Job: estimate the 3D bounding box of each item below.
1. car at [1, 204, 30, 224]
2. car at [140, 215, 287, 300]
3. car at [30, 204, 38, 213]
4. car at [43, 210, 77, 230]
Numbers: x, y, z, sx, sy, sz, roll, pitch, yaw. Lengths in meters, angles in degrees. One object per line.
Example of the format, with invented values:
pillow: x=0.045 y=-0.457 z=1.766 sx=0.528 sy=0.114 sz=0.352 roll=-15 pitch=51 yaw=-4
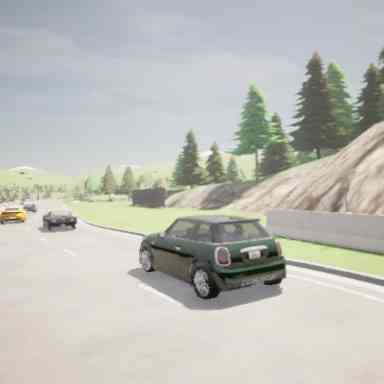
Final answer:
car: x=-17.264 y=2.157 z=32.375 sx=1.882 sy=1.535 sz=5.008 roll=-2 pitch=0 yaw=-23
car: x=0.254 y=1.384 z=8.863 sx=2.097 sy=1.767 sz=4.553 roll=-2 pitch=0 yaw=-30
car: x=-25.095 y=2.555 z=51.483 sx=2.033 sy=1.411 sz=5.357 roll=-2 pitch=0 yaw=-21
car: x=-9.868 y=2.017 z=24.626 sx=1.895 sy=1.301 sz=4.718 roll=-2 pitch=0 yaw=-29
